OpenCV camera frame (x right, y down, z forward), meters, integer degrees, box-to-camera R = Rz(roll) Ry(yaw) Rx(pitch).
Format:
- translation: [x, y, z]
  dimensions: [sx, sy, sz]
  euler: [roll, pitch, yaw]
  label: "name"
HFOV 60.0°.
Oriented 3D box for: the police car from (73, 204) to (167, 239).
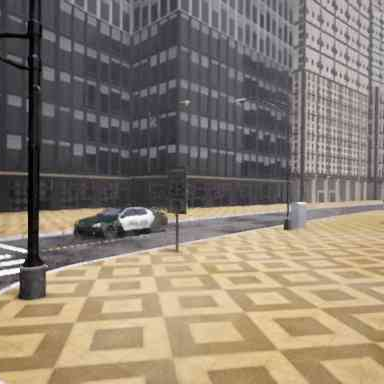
- translation: [-3.615, 1.454, 17.201]
  dimensions: [2.038, 1.542, 4.974]
  euler: [1, 1, 39]
  label: "police car"
